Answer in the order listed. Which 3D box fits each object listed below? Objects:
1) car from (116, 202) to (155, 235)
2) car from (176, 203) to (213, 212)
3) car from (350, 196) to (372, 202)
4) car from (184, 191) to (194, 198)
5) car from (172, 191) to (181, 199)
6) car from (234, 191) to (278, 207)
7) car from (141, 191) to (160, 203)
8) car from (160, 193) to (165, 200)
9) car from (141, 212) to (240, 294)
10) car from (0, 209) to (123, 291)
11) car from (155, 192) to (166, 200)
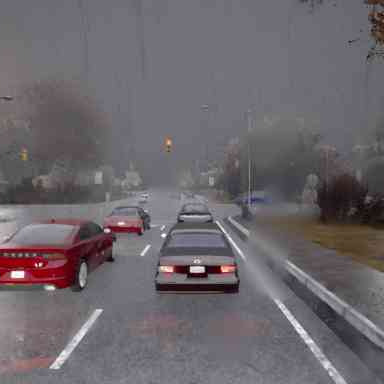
[{"bbox_3d":[-3.395,1.458,17.943,1.994,1.385,4.181,0,0,0],"label":"car"},{"bbox_3d":[0.133,1.380,18.575,2.128,1.511,4.902,0,0,-1],"label":"car"},{"bbox_3d":[22.587,1.218,43.656,5.357,1.411,2.033,0,0,-3],"label":"car"},{"bbox_3d":[-0.473,0.716,86.142,2.128,1.511,4.902,0,1,-4],"label":"car"},{"bbox_3d":[-3.644,0.851,77.375,2.128,1.511,4.902,0,1,-2],"label":"car"},{"bbox_3d":[8.250,0.896,43.097,5.566,2.045,2.150,0,1,2],"label":"car"},{"bbox_3d":[-7.081,0.791,55.199,2.150,2.045,5.566,0,0,0],"label":"car"},{"bbox_3d":[-7.039,0.963,65.372,2.128,1.511,4.902,0,1,0],"label":"car"},{"bbox_3d":[0.102,1.516,8.883,2.033,1.411,5.357,0,0,0],"label":"car"},{"bbox_3d":[-3.396,1.445,8.956,1.882,1.535,5.008,0,0,0],"label":"car"},{"bbox_3d":[-7.107,0.873,75.760,2.128,1.511,4.902,0,1,-1],"label":"car"}]
